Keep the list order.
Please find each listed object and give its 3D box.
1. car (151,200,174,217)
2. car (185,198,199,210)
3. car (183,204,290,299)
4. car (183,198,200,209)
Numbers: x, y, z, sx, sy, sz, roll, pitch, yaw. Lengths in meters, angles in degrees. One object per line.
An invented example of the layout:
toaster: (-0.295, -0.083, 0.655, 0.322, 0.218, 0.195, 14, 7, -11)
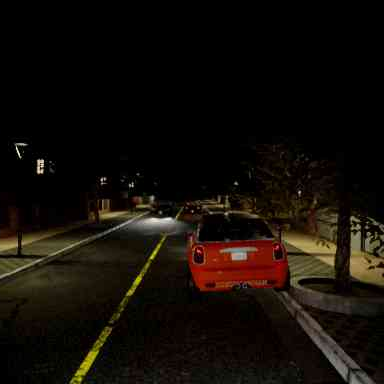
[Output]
car: (-2.761, 1.543, 31.641, 2.128, 1.511, 4.902, 0, 0, 0)
car: (0.039, 1.615, 45.547, 1.812, 1.442, 4.674, 0, 0, 1)
car: (0.919, 1.312, 8.631, 2.097, 1.767, 4.553, -3, -1, 0)
car: (0.061, 1.663, 35.845, 1.895, 1.301, 4.718, 0, 0, 0)
